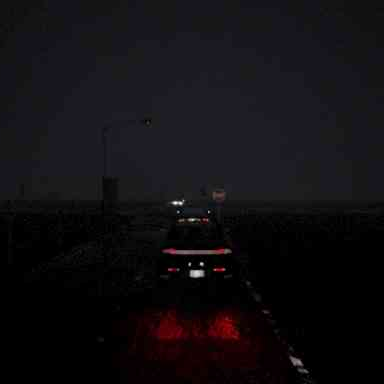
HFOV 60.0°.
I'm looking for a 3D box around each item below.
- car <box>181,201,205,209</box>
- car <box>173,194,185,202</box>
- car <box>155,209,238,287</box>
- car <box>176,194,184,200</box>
[{"bbox_3d":[0.091,1.469,19.750,2.033,1.411,5.357,0,0,0],"label":"car"},{"bbox_3d":[-2.865,1.283,69.138,2.128,1.511,4.902,0,0,0],"label":"car"},{"bbox_3d":[0.094,1.451,9.209,2.128,1.511,4.902,0,0,0],"label":"car"},{"bbox_3d":[-2.913,1.199,84.287,1.882,1.535,5.008,0,0,0],"label":"car"}]
